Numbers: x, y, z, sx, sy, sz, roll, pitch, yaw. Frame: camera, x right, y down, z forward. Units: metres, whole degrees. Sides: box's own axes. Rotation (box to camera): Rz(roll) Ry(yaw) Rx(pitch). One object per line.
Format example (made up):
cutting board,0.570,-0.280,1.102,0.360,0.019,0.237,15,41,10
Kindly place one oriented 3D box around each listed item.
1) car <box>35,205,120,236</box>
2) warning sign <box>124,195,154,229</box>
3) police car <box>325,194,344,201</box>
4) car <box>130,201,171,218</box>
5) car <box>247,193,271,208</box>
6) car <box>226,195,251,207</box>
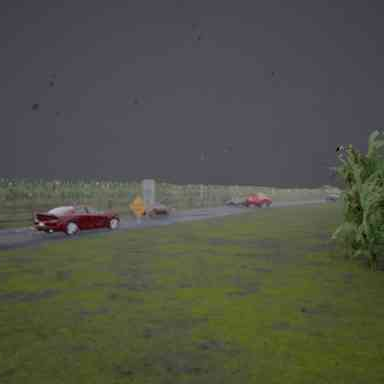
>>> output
car,-6.192,1.450,18.601,1.882,1.535,5.008,1,0,30
warning sign,-3.038,1.113,19.034,1.300,1.860,1.060,1,0,29
police car,33.099,1.331,77.959,1.930,1.638,5.238,1,1,45
car,-3.554,1.492,29.154,1.994,1.385,4.181,1,0,28
car,9.450,1.151,47.667,2.150,2.045,5.566,1,0,32
car,6.445,1.464,48.085,1.994,1.385,4.181,1,0,29
